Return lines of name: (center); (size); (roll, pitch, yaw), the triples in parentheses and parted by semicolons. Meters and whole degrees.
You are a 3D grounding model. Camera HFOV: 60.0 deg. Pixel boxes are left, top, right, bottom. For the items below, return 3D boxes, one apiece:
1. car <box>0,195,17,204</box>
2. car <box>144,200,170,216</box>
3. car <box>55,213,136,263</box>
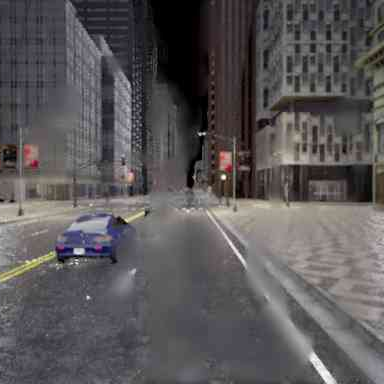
car: (-30.524, 1.143, 53.576); (4.313, 1.339, 1.947); (0, 1, 0)
car: (-3.141, 1.419, 30.322); (1.994, 1.385, 4.181); (0, 0, 0)
car: (-3.146, 1.469, 11.564); (1.812, 1.442, 4.674); (0, 0, 0)
